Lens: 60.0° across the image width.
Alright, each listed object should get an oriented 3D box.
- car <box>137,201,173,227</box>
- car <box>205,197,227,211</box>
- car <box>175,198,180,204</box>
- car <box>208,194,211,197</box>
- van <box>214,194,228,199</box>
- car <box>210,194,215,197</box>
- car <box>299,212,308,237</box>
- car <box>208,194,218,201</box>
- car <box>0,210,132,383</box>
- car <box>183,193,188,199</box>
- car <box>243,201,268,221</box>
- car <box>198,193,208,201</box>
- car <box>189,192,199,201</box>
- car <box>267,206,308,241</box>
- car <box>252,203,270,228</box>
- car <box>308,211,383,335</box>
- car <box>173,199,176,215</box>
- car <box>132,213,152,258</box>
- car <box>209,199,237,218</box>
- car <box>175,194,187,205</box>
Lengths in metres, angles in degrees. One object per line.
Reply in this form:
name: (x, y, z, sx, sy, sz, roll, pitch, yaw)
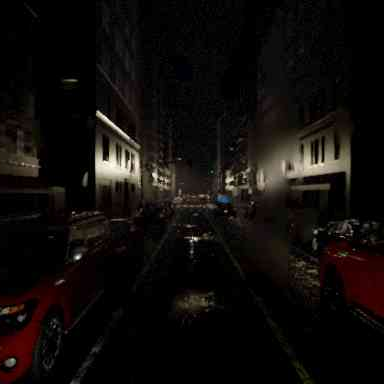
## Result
car: (-2.592, 1.447, 22.187, 1.967, 1.590, 4.097, 0, 0, 0)
car: (2.860, 1.633, 41.093, 1.895, 1.301, 4.718, 0, 0, 1)
car: (-2.566, 1.565, 33.223, 2.008, 1.369, 4.403, 0, 0, 0)
car: (5.576, 1.640, 83.019, 1.802, 1.307, 4.206, 0, 0, 0)
van: (5.523, 1.390, 60.294, 1.690, 1.788, 3.998, 0, 0, 0)
car: (5.549, 1.637, 71.656, 1.802, 1.307, 4.206, 0, 0, 0)
car: (5.407, 1.572, 11.137, 2.008, 1.369, 4.403, 0, 0, 0)
car: (5.591, 1.373, 88.701, 2.192, 1.841, 5.009, 0, 0, 0)
car: (-2.631, 1.312, 5.631, 2.192, 1.841, 5.009, 0, 0, 0)
car: (-2.449, 1.563, 82.862, 1.752, 1.417, 4.829, 0, 0, 0)
car: (5.446, 1.471, 27.694, 1.967, 1.590, 4.097, 0, 0, 0)
car: (2.951, 1.618, 88.377, 1.895, 1.301, 4.718, 0, 0, 0)
car: (0.204, 1.397, 89.215, 2.097, 1.767, 4.553, 0, 0, 0)
car: (5.420, 1.575, 16.656, 2.008, 1.369, 4.403, 0, 0, 0)
car: (5.433, 1.610, 22.175, 1.802, 1.307, 4.206, 0, 0, 0)
car: (3.579, 1.237, 4.276, 2.150, 2.045, 5.566, 0, 0, 0)
car: (-2.580, 1.536, 27.534, 1.752, 1.417, 4.829, 0, 0, 0)
car: (-2.618, 1.582, 11.149, 1.802, 1.307, 4.206, 0, 0, 0)
car: (2.867, 1.589, 30.041, 1.994, 1.385, 4.181, 0, 0, 1)
car: (-2.503, 1.580, 60.304, 2.008, 1.369, 4.403, 0, 0, 0)
